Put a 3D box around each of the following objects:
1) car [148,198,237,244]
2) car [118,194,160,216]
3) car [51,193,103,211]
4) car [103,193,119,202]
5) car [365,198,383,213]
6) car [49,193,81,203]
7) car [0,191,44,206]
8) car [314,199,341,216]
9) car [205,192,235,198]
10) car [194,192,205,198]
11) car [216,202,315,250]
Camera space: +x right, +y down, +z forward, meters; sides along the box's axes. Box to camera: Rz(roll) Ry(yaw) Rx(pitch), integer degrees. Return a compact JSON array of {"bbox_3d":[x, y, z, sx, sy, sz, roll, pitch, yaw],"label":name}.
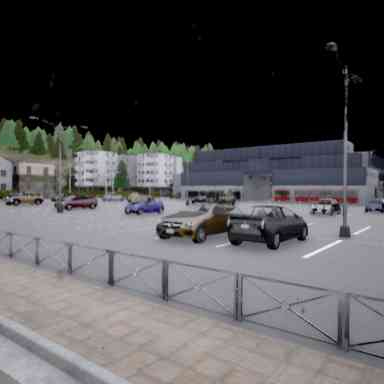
[{"bbox_3d":[0.633,1.281,15.339,2.152,1.636,5.027,1,0,37],"label":"car"},{"bbox_3d":[-4.133,1.192,28.624,1.845,1.501,3.633,1,0,37],"label":"car"},{"bbox_3d":[-12.053,1.097,34.716,2.007,1.523,4.514,1,0,37],"label":"car"},{"bbox_3d":[-13.789,0.936,58.389,1.970,1.475,3.806,1,0,37],"label":"car"},{"bbox_3d":[18.937,1.377,34.187,1.845,1.501,3.633,1,0,37],"label":"car"},{"bbox_3d":[-20.976,0.967,55.005,2.007,1.523,4.514,1,0,37],"label":"car"},{"bbox_3d":[-21.526,0.806,42.834,1.932,1.855,4.605,1,0,37],"label":"car"},{"bbox_3d":[12.068,1.357,30.093,1.970,1.475,3.806,1,0,37],"label":"car"},{"bbox_3d":[4.245,0.964,45.563,1.932,1.855,4.605,1,0,37],"label":"car"},{"bbox_3d":[1.685,0.922,46.997,1.905,1.878,3.866,1,0,37],"label":"car"},{"bbox_3d":[3.160,1.313,13.479,2.007,1.523,4.514,1,0,37],"label":"car"}]
